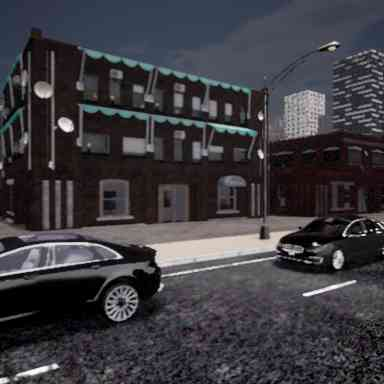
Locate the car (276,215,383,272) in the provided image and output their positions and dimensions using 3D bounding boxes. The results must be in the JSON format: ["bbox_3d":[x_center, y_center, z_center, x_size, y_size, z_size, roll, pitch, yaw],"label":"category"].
[{"bbox_3d":[4.905,1.561,11.143,4.892,1.490,1.837,0,0,-35],"label":"car"}]

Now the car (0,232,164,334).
[{"bbox_3d":[-2.852,1.497,5.654,4.902,1.511,2.128,0,0,-35],"label":"car"}]
